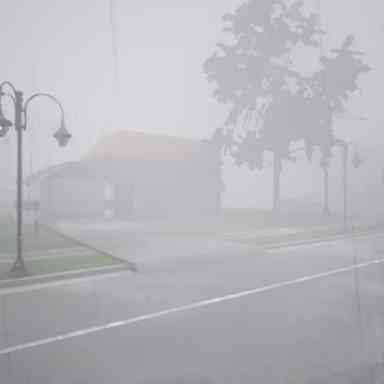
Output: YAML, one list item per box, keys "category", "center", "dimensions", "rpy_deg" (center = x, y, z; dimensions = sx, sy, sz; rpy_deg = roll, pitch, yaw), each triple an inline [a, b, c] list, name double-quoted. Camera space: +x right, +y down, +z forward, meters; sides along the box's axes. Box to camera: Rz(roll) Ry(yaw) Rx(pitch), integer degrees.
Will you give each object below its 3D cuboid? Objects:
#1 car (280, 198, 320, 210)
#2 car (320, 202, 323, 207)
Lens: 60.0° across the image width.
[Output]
- category: "car"
  center: [14.093, 1.562, 44.835]
  dimensions: [1.882, 1.535, 5.008]
  rpy_deg: [0, 0, -34]
- category: "car"
  center: [16.337, 1.596, 47.773]
  dimensions: [1.837, 1.490, 4.892]
  rpy_deg: [0, 0, -34]
